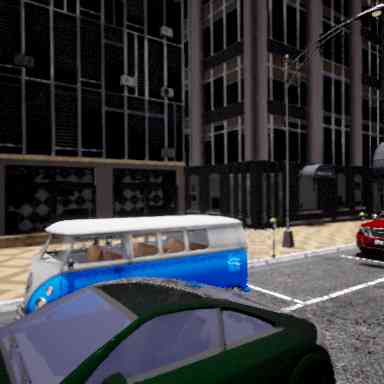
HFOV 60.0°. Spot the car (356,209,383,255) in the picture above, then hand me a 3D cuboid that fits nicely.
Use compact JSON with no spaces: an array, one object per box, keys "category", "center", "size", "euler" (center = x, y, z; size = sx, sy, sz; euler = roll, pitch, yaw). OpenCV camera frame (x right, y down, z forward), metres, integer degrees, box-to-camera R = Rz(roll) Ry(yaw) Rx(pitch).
[{"category":"car","center":[8.226,1.355,12.447],"size":[5.009,1.841,2.192],"euler":[0,-1,-35]}]

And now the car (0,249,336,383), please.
[{"category":"car","center":[-0.626,1.567,2.919],"size":[4.181,1.385,1.994],"euler":[0,0,-35]}]

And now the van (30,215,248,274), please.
[{"category":"van","center":[-0.785,1.349,6.018],"size":[3.998,1.788,1.690],"euler":[0,-1,-35]}]
